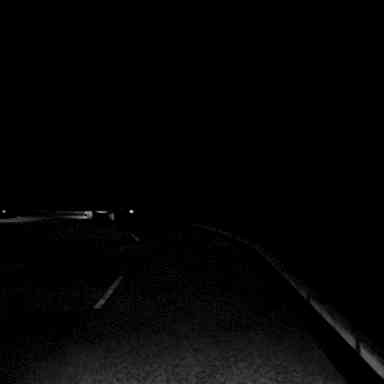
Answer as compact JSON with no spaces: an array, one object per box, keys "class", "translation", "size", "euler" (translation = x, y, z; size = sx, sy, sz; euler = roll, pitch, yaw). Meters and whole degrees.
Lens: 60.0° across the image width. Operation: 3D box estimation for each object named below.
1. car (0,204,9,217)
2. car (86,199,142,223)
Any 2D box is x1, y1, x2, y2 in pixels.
[{"class":"car","translation":[-14.480,0.989,21.599],"size":[4.892,1.490,1.837],"euler":[0,-1,3]},{"class":"car","translation":[-5.034,1.111,21.227],"size":[4.181,1.385,1.994],"euler":[1,1,45]}]
